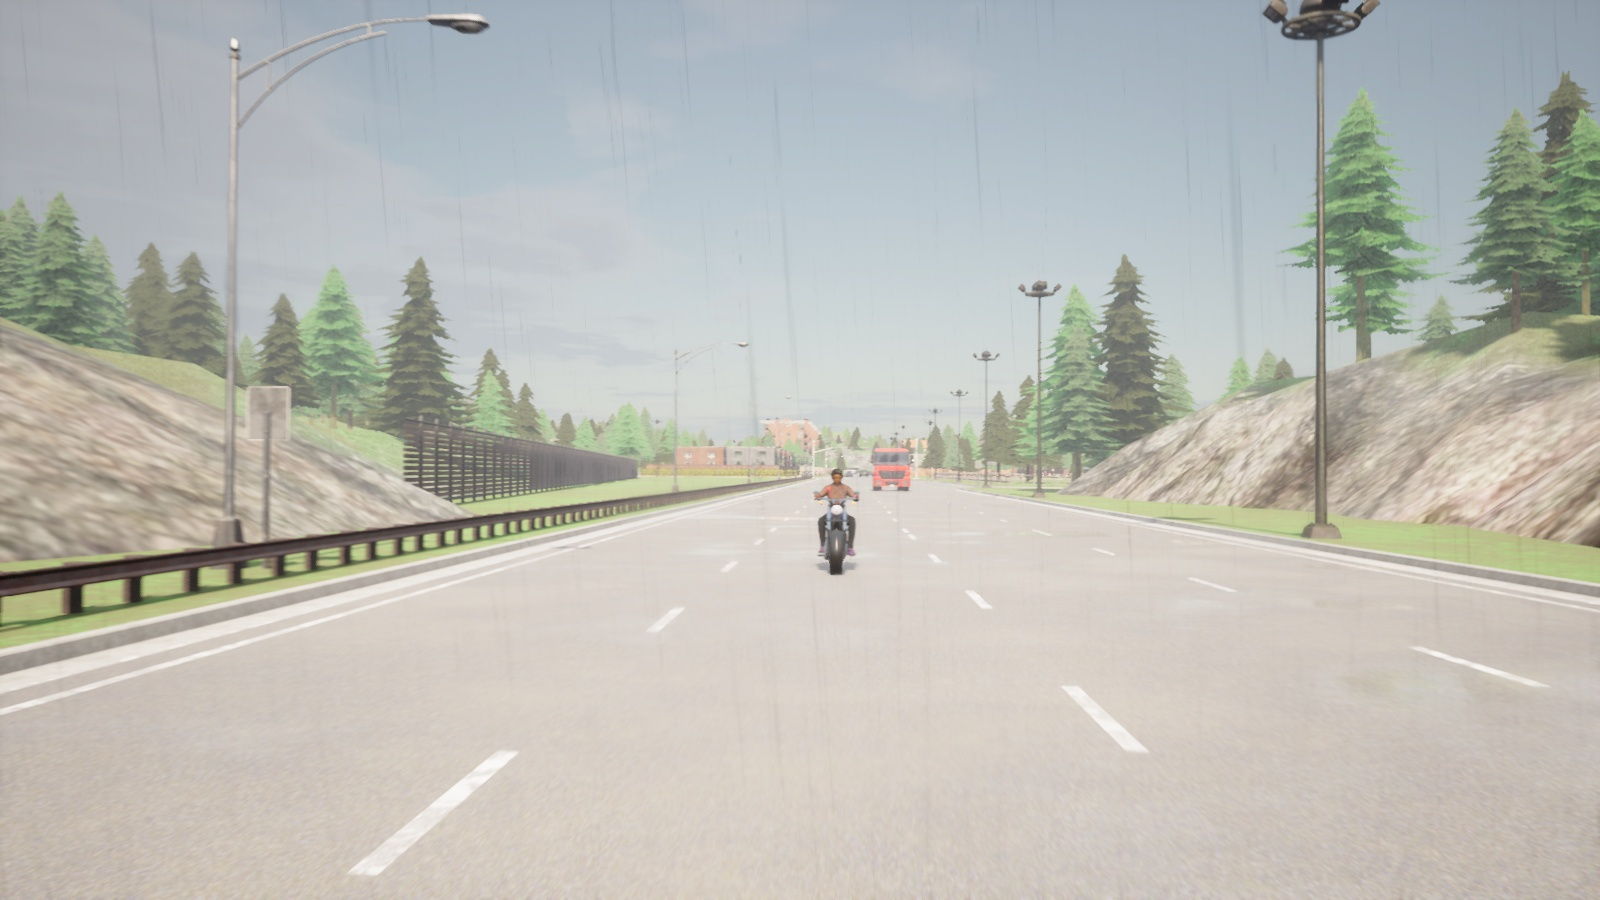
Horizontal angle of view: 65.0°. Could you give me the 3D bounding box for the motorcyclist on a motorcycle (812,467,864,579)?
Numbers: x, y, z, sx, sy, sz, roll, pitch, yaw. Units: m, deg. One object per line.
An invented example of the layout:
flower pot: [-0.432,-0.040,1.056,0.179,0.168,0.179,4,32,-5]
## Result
motorcyclist on a motorcycle: [0.603,1.092,19.647,0.766,1.649,2.350,0,-1,2]
